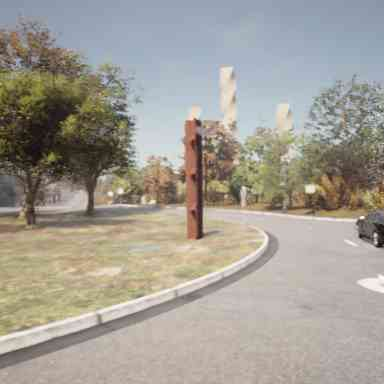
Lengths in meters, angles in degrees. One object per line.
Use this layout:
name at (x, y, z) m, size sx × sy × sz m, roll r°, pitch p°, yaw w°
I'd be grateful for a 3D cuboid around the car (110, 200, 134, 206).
car at (-15.880, 2.579, 77.338) m, size 4.892 × 1.521 × 2.231 m, roll -1°, pitch -3°, yaw -17°

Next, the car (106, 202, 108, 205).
car at (-19.286, 3.185, 87.802) m, size 5.366 × 1.575 × 1.946 m, roll -1°, pitch -3°, yaw -17°

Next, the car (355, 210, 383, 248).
car at (9.016, 1.579, 15.278) m, size 1.882 × 1.535 × 5.008 m, roll 0°, pitch 0°, yaw 13°

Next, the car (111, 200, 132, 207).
car at (-17.485, 2.886, 82.599) m, size 4.892 × 1.521 × 2.231 m, roll -1°, pitch -3°, yaw -17°

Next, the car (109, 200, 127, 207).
car at (-20.759, 3.345, 93.105) m, size 4.553 × 1.767 × 2.185 m, roll -1°, pitch -2°, yaw -17°
